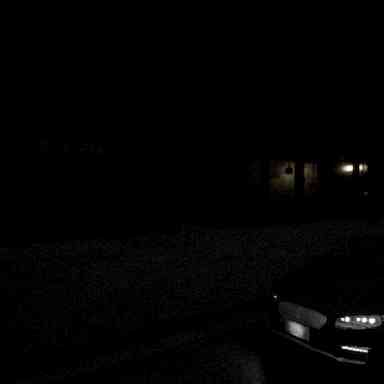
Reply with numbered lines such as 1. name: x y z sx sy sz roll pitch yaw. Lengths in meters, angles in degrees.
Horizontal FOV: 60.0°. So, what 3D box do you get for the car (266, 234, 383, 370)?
1. car: 3.373 1.518 5.665 4.902 1.511 2.128 0 0 -34
